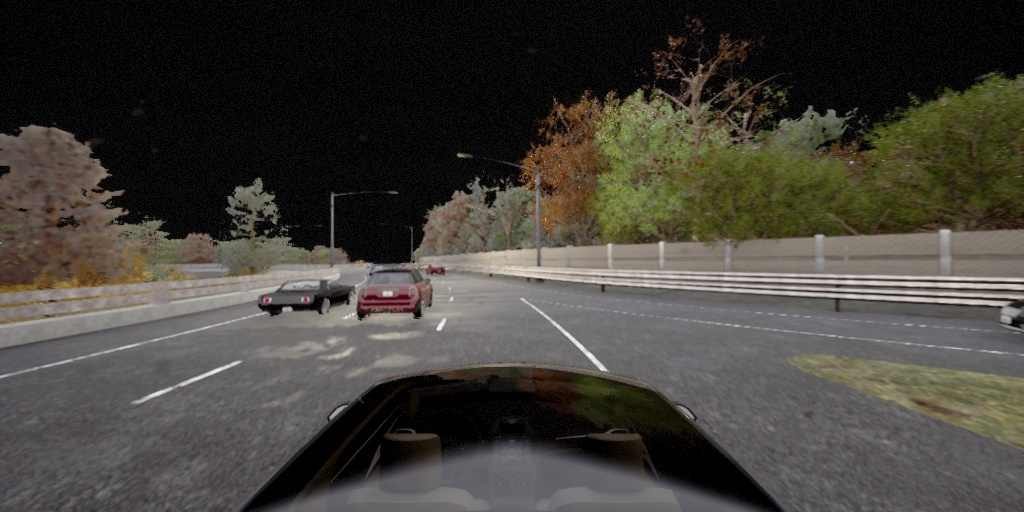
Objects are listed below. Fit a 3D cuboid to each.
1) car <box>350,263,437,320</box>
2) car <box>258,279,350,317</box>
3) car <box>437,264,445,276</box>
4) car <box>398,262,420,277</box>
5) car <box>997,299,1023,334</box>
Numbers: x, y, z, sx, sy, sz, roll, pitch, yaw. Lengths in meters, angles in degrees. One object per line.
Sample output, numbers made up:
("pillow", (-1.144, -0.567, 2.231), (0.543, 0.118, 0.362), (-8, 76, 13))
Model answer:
("car", (-4.267, 1.269, 13.733), (2.097, 1.767, 4.553), (0, -1, -7))
("car", (-7.832, 1.542, 14.298), (1.895, 1.301, 4.718), (0, -1, -7))
("car", (-10.413, 1.849, 48.493), (1.882, 1.535, 5.008), (0, -1, -24))
("car", (-13.592, 1.721, 47.029), (2.097, 1.767, 4.553), (0, -1, -24))
("car", (13.926, 1.243, 7.270), (4.902, 1.511, 2.128), (-1, -1, 35))
